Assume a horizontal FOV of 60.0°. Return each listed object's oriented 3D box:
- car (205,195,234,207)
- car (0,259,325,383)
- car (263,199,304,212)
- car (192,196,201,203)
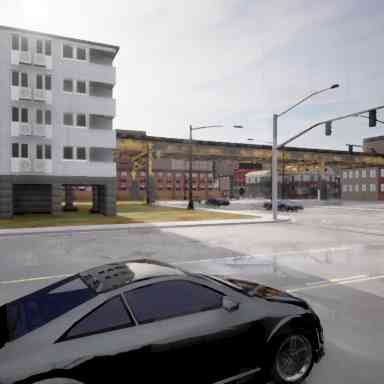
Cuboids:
[{"bbox_3d":[3.975,1.547,52.296,2.033,1.411,5.357,0,0,-24],"label":"car"},{"bbox_3d":[-0.379,1.564,4.054,4.181,1.385,1.994,0,0,-30],"label":"car"},{"bbox_3d":[10.442,1.547,38.547,2.033,1.411,5.357,0,0,-25],"label":"car"},{"bbox_3d":[0.840,1.530,68.051,1.812,1.442,4.674,0,0,8],"label":"car"}]
